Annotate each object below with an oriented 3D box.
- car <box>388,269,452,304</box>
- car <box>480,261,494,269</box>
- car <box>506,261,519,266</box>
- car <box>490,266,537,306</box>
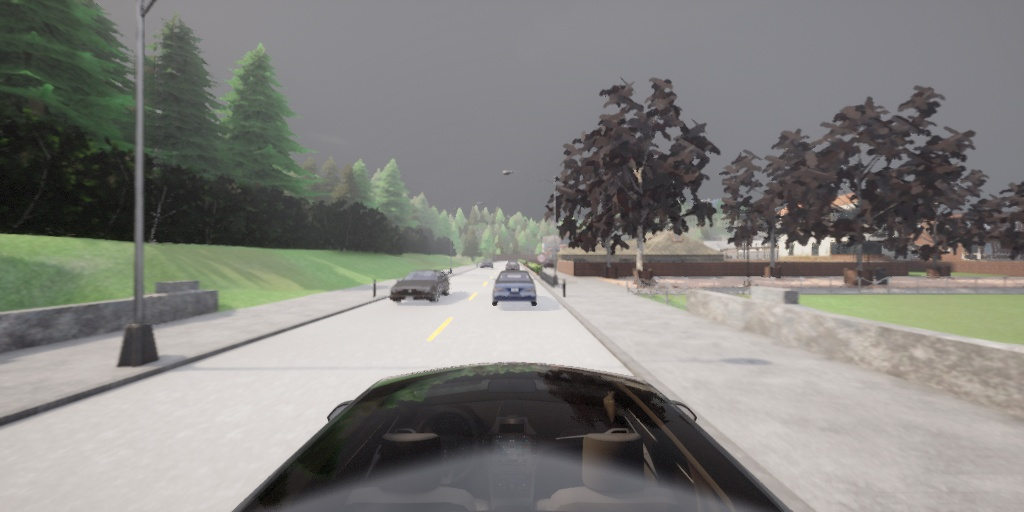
[{"bbox_3d":[-4.101,1.336,16.974,2.033,1.411,5.357,0,0,0],"label":"car"},{"bbox_3d":[-4.055,1.455,58.413,1.994,1.385,4.181,0,0,1],"label":"car"},{"bbox_3d":[0.099,1.412,47.131,2.033,1.411,5.357,0,0,0],"label":"car"},{"bbox_3d":[0.098,1.334,16.041,2.033,1.411,5.357,0,0,0],"label":"car"}]
